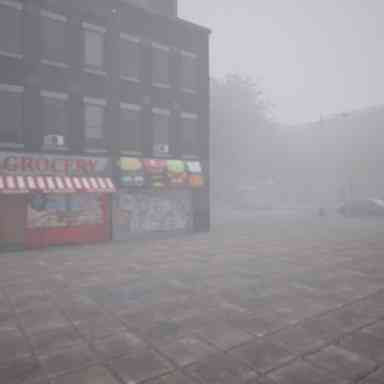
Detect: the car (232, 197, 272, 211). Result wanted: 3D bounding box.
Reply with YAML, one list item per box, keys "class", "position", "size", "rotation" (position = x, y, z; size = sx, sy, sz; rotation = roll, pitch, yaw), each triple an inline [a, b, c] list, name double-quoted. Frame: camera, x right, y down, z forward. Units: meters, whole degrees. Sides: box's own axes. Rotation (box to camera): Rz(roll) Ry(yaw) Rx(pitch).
- class: "car"
  position: [5.929, 1.210, 33.207]
  size: [1.994, 1.385, 4.181]
  rotation: [-1, 0, -35]

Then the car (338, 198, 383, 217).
- class: "car"
  position: [12.737, 1.190, 23.595]
  size: [1.812, 1.442, 4.674]
  rotation: [-1, 1, -35]
